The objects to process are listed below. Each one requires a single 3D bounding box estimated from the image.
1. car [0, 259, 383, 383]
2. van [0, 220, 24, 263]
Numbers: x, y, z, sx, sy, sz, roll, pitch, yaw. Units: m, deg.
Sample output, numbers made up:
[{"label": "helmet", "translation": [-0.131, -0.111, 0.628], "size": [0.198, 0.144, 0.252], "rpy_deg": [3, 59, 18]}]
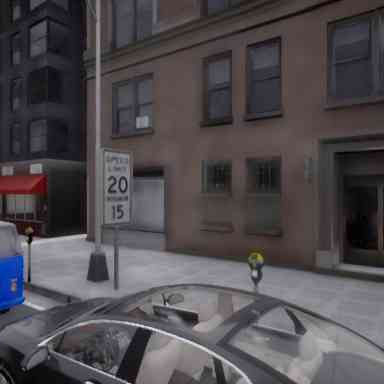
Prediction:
[{"label": "car", "translation": [-0.197, 1.549, 2.950], "size": [4.403, 1.369, 2.008], "rpy_deg": [0, 0, 36]}, {"label": "van", "translation": [-4.823, 1.339, 6.249], "size": [3.998, 1.788, 1.690], "rpy_deg": [0, 0, 36]}]
